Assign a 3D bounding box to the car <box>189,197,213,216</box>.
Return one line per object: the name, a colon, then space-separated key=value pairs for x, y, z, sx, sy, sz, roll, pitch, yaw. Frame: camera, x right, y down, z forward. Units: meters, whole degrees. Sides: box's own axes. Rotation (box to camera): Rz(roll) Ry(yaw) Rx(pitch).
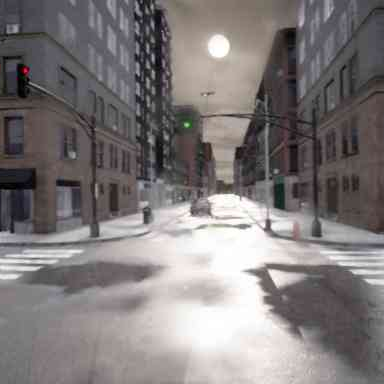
car: x=0.973 y=1.427 z=33.756 sx=2.097 sy=1.767 sz=4.553 roll=-1 pitch=0 yaw=6
